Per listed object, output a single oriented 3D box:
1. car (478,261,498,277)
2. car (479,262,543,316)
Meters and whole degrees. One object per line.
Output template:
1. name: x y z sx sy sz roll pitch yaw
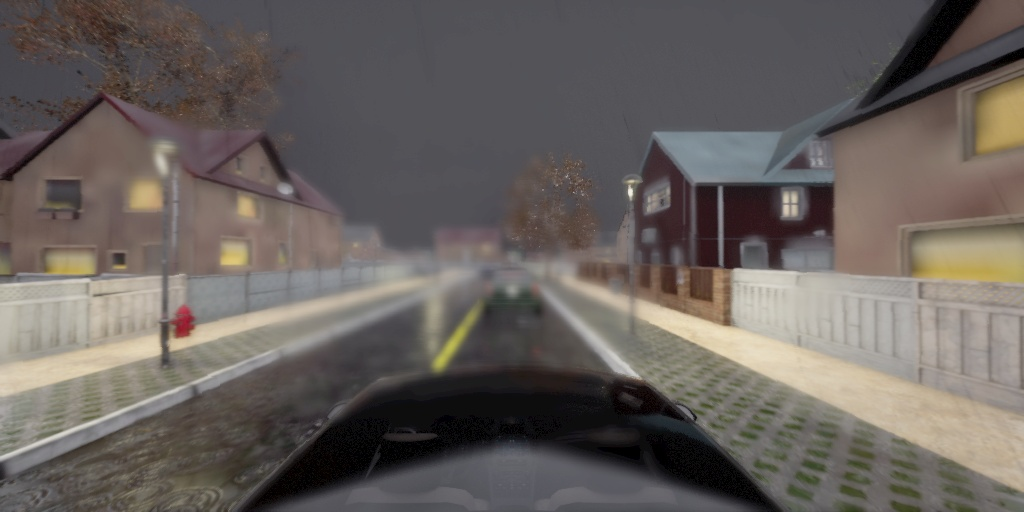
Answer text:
1. car: -2.792 1.542 43.160 2.097 1.767 4.553 0 -1 1
2. car: 0.045 1.226 14.193 2.097 1.767 4.553 0 -1 1
